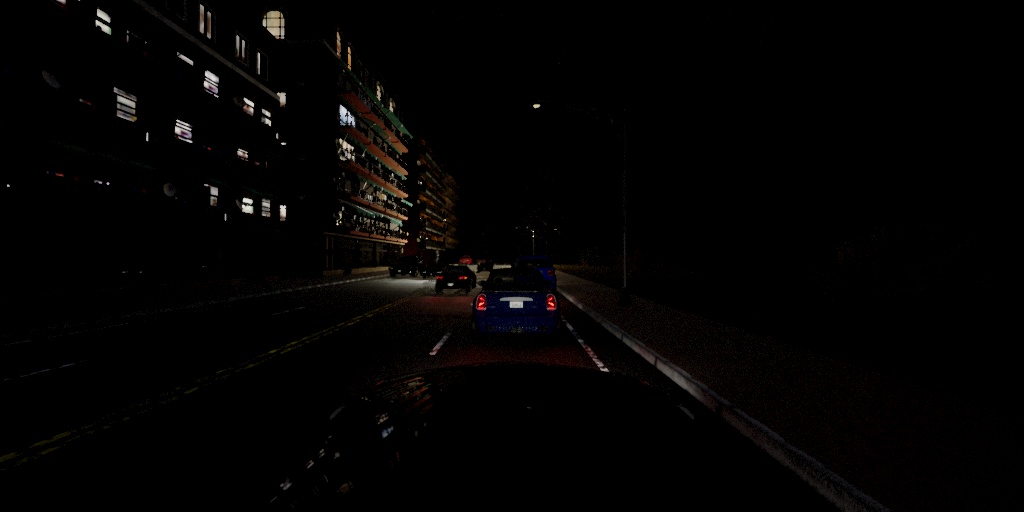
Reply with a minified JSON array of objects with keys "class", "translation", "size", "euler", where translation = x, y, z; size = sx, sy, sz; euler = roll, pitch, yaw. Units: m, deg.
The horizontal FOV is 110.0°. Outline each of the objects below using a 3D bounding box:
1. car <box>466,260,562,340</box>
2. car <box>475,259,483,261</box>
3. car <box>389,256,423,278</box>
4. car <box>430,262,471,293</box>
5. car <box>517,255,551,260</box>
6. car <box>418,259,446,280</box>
[{"class":"car","translation":[0.098,1.103,10.122],"size":[2.097,1.767,4.553],"euler":[0,0,0]},{"class":"car","translation":[-3.147,1.242,43.534],"size":[2.128,1.511,4.902],"euler":[0,0,0]},{"class":"car","translation":[-9.850,0.973,34.122],"size":[2.150,2.045,5.566],"euler":[0,0,0]},{"class":"car","translation":[-3.150,1.278,20.680],"size":[1.812,1.442,4.674],"euler":[0,0,0]},{"class":"car","translation":[1.137,0.977,19.697],"size":[2.150,2.045,5.566],"euler":[0,0,0]},{"class":"car","translation":[-6.599,1.257,31.751],"size":[1.837,1.490,4.892],"euler":[0,0,0]}]
